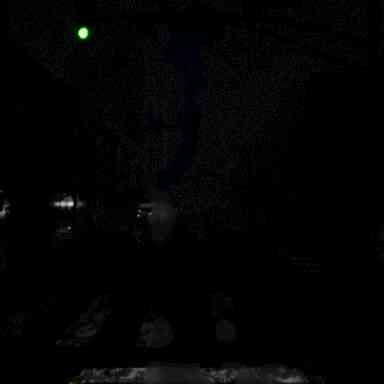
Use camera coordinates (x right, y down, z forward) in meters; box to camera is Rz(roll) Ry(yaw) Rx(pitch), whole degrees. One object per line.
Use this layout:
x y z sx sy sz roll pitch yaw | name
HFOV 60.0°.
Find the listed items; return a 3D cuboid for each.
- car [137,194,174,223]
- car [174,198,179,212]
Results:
-2.846 1.217 25.798 2.150 2.045 5.566 0 0 0 | car
-2.843 1.580 36.271 2.033 1.411 5.357 0 0 0 | car
